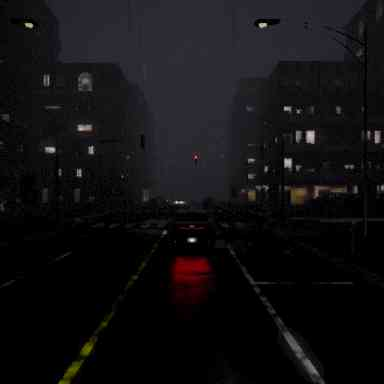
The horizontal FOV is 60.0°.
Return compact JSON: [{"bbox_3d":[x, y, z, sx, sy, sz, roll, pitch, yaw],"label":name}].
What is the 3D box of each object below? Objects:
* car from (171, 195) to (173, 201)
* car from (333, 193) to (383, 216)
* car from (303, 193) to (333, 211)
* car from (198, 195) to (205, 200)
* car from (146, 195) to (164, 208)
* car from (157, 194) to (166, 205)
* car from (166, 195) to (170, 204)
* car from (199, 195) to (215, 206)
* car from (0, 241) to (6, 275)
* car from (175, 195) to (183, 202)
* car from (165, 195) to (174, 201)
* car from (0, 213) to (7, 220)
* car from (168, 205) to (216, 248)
[{"bbox_3d":[-5.692,1.469,71.982,1.967,1.590,4.097,0,0,0],"label":"car"},{"bbox_3d":[14.693,1.028,27.190,5.009,1.841,2.192,-1,1,0],"label":"car"},{"bbox_3d":[14.558,1.014,35.568,5.009,1.841,2.192,-1,1,0],"label":"car"},{"bbox_3d":[2.688,1.602,94.713,2.008,1.369,4.403,0,0,0],"label":"car"},{"bbox_3d":[-5.692,1.579,49.252,1.947,1.339,4.313,0,0,0],"label":"car"},{"bbox_3d":[-5.692,1.542,54.765,1.752,1.417,4.829,0,0,0],"label":"car"},{"bbox_3d":[-5.692,1.335,60.617,2.192,1.841,5.009,0,0,0],"label":"car"},{"bbox_3d":[2.688,1.457,54.937,1.967,1.590,4.097,0,0,0],"label":"car"},{"bbox_3d":[-5.742,1.580,7.228,1.802,1.307,4.206,0,0,0],"label":"car"},{"bbox_3d":[-3.001,1.508,79.120,2.128,1.511,4.902,0,0,0],"label":"car"},{"bbox_3d":[-5.692,1.480,83.347,1.967,1.590,4.097,0,0,0],"label":"car"},{"bbox_3d":[-17.643,1.834,26.911,4.829,1.417,1.752,-1,1,0],"label":"car"},{"bbox_3d":[0.000,1.516,14.650,1.837,1.490,4.892,0,0,0],"label":"car"}]
